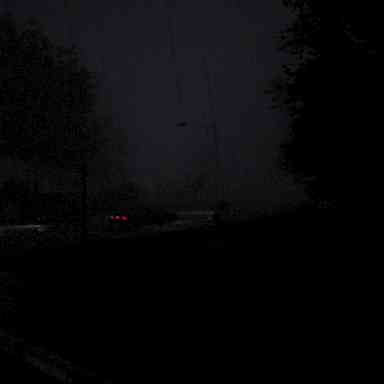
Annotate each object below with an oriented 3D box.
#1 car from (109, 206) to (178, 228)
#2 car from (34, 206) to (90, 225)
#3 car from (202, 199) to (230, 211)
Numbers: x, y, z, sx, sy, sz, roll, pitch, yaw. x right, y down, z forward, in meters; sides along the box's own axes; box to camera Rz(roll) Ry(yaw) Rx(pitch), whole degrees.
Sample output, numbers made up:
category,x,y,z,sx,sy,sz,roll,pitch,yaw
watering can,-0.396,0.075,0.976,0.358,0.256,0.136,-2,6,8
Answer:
category,x,y,z,sx,sy,sz,roll,pitch,yaw
car,-3.390,1.745,24.075,2.033,1.411,5.357,-1,0,39
car,-10.358,1.849,26.747,1.994,1.385,4.181,-1,0,39
car,3.210,1.700,44.076,2.128,1.511,4.902,-1,0,37
